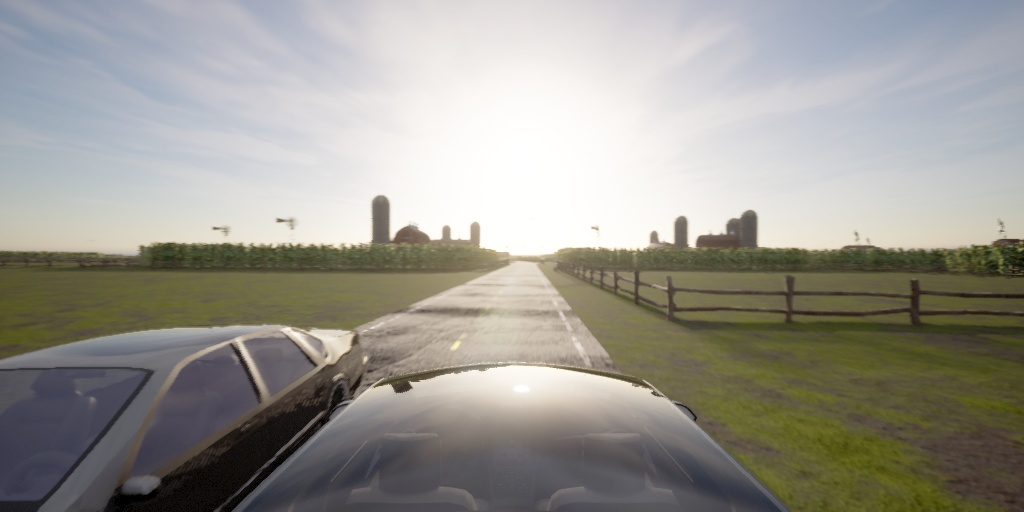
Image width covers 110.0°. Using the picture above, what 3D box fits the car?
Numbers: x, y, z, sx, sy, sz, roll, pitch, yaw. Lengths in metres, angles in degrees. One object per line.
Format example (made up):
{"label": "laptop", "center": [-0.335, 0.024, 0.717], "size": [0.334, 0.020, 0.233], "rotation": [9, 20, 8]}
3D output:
{"label": "car", "center": [-2.727, 1.306, 2.607], "size": [2.033, 1.411, 5.357], "rotation": [0, 0, -4]}
